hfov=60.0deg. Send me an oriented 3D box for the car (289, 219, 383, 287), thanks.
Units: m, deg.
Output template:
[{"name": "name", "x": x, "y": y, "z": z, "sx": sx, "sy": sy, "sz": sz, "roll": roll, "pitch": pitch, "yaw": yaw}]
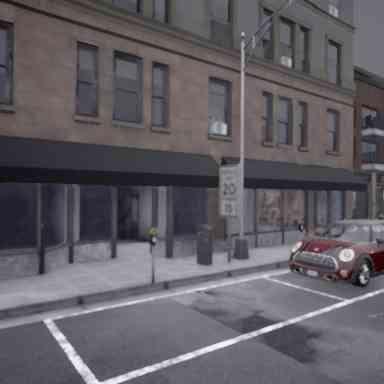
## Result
[{"name": "car", "x": 4.641, "y": 1.530, "z": 9.502, "sx": 4.097, "sy": 1.590, "sz": 1.967, "roll": 1, "pitch": 0, "yaw": -36}]
